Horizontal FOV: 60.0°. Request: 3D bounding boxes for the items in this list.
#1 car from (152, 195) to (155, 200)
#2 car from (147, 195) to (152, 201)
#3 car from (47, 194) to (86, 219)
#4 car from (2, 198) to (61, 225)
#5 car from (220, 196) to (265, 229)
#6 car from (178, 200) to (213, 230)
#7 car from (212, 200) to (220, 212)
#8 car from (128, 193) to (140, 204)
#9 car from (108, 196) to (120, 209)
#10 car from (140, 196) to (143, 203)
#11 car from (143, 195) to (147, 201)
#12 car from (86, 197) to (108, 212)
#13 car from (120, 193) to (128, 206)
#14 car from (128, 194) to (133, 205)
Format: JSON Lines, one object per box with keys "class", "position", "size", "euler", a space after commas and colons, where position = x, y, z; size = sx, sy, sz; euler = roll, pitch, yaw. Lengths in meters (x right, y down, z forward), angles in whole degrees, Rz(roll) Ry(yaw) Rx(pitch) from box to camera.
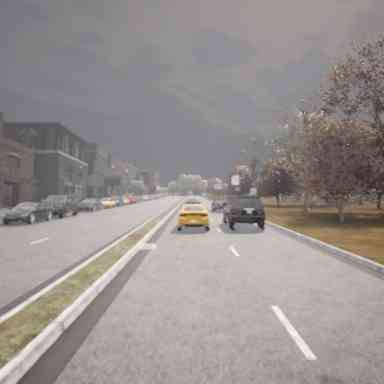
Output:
{"class": "car", "position": [-12.116, 1.486, 90.559], "size": [2.185, 1.767, 4.553], "euler": [0, 0, 0]}
{"class": "car", "position": [-12.092, 1.596, 84.816], "size": [1.946, 1.575, 5.366], "euler": [0, 0, 0]}
{"class": "car", "position": [-11.833, 1.231, 29.724], "size": [2.435, 2.045, 5.566], "euler": [0, 0, 0]}
{"class": "car", "position": [-11.807, 1.472, 24.233], "size": [2.231, 1.521, 4.892], "euler": [0, 0, 0]}
{"class": "car", "position": [3.343, 1.264, 22.062], "size": [2.150, 2.045, 5.566], "euler": [0, 0, 0]}
{"class": "car", "position": [0.093, 1.519, 21.469], "size": [1.882, 1.535, 5.008], "euler": [0, 0, 0]}
{"class": "car", "position": [3.338, 1.625, 40.688], "size": [2.033, 1.411, 5.357], "euler": [0, 0, 0]}
{"class": "car", "position": [-11.988, 1.301, 62.749], "size": [2.435, 2.045, 5.566], "euler": [0, 0, 0]}
{"class": "car", "position": [-11.909, 1.514, 46.016], "size": [1.946, 1.575, 5.366], "euler": [0, 0, 0]}
{"class": "car", "position": [-12.016, 1.565, 68.432], "size": [2.231, 1.521, 4.892], "euler": [0, 0, 0]}
{"class": "car", "position": [-12.040, 1.577, 73.958], "size": [2.231, 1.521, 4.892], "euler": [0, 0, 0]}
{"class": "car", "position": [-11.933, 1.504, 39.144], "size": [2.231, 1.521, 4.892], "euler": [0, 0, 0]}
{"class": "car", "position": [-11.936, 1.404, 51.758], "size": [2.185, 1.767, 4.553], "euler": [0, 0, 0]}
{"class": "car", "position": [-11.961, 1.537, 57.066], "size": [1.946, 1.575, 5.366], "euler": [0, 0, 0]}
